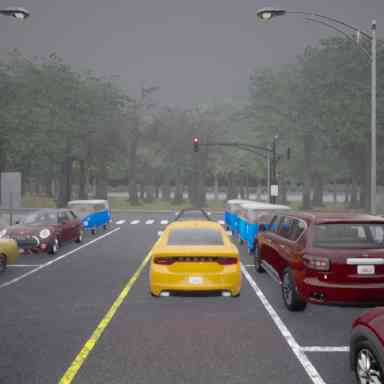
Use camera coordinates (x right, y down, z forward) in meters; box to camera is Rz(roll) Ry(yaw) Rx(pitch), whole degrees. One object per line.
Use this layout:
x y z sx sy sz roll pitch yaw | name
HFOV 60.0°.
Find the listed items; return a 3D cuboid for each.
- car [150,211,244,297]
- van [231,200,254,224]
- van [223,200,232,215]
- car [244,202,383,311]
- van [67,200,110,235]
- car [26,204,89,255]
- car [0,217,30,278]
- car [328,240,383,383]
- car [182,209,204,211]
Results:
0.080 1.478 8.616 1.882 1.535 5.008 0 0 0 | car
2.752 1.342 13.098 1.690 1.788 3.998 0 0 0 | van
2.747 1.342 18.536 1.690 1.788 3.998 0 0 0 | van
2.756 1.315 7.661 2.192 1.841 5.009 0 0 0 | car
-5.778 1.343 18.530 1.690 1.788 3.998 0 0 0 | van
-5.773 1.441 13.092 1.967 1.590 4.097 0 0 0 | car
-5.769 1.526 7.484 1.752 1.417 4.829 0 0 0 | car
2.760 1.440 2.223 1.967 1.590 4.097 0 0 0 | car
0.046 1.565 17.538 1.994 1.385 4.181 0 0 0 | car
